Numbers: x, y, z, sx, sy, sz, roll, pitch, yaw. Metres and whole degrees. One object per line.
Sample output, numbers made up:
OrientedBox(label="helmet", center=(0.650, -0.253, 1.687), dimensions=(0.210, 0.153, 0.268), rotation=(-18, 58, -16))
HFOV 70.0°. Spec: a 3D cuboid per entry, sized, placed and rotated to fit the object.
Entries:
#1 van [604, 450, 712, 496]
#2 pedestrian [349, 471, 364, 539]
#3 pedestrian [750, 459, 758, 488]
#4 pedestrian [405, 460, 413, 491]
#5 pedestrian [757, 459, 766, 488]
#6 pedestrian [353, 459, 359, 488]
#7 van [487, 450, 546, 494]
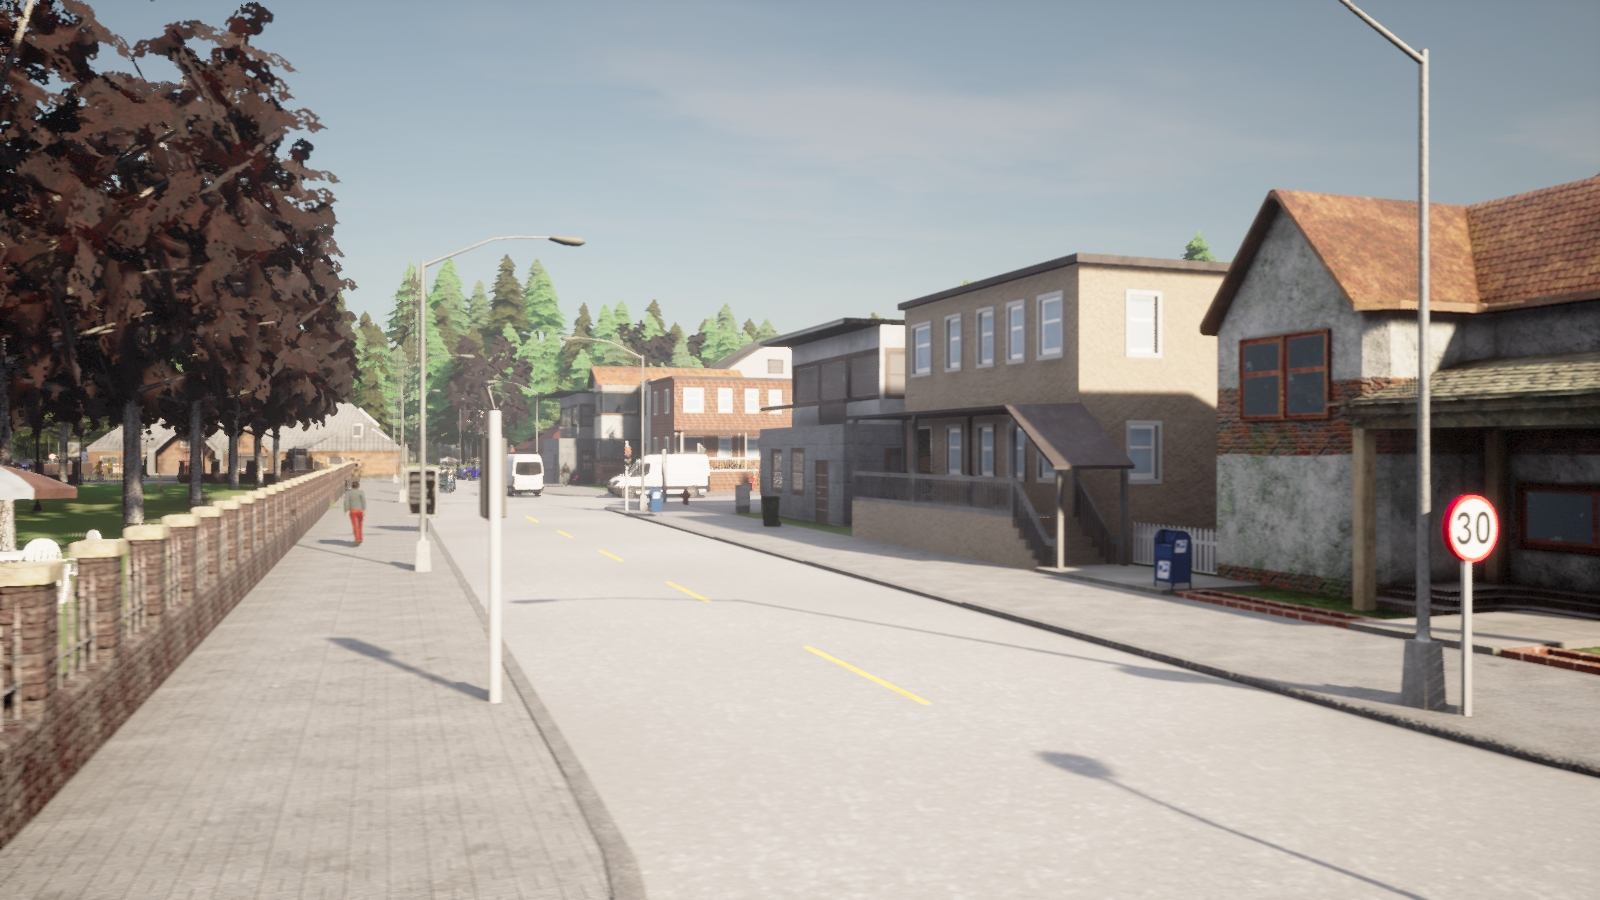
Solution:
OrientedBox(label="van", center=(-8.259, 1.315, 66.503), dimensions=(5.915, 2.561, 1.988), rotation=(0, 0, -18))
OrientedBox(label="pedestrian", center=(-12.354, 1.525, 31.845), dimensions=(0.375, 1.860, 0.375), rotation=(0, 0, -18))
OrientedBox(label="pedestrian", center=(-2.978, 1.516, 73.960), dimensions=(0.375, 1.860, 0.375), rotation=(0, 0, -19))
OrientedBox(label="pedestrian", center=(-23.749, 1.525, 69.363), dimensions=(0.375, 1.860, 0.375), rotation=(0, 0, 3))
OrientedBox(label="pedestrian", center=(-2.477, 1.518, 73.621), dimensions=(0.375, 1.860, 0.375), rotation=(0, 0, 43))
OrientedBox(label="pedestrian", center=(-28.589, 1.525, 73.580), dimensions=(0.375, 1.860, 0.375), rotation=(0, 0, -20))
OrientedBox(label="van", center=(-17.507, 1.315, 70.218), dimensions=(1.988, 2.561, 5.915), rotation=(0, 0, -30))
